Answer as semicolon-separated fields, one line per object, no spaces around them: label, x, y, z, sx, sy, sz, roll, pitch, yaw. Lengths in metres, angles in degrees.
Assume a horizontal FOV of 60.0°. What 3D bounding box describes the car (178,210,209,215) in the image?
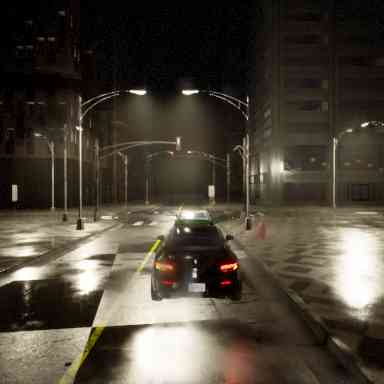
car;0.076;1.593;17.211;1.895;1.301;4.718;0;0;0

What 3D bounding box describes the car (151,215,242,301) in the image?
car;0.086;1.523;8.186;1.812;1.442;4.674;0;0;0
